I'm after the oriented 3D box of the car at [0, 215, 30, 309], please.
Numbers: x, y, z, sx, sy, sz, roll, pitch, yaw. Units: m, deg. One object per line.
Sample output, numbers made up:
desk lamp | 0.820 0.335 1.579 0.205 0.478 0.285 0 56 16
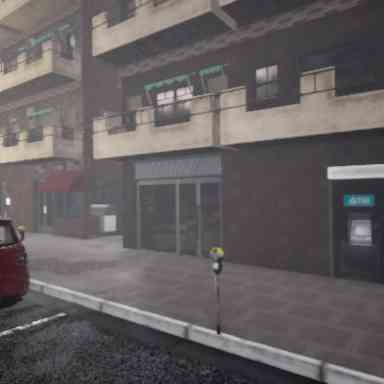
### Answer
car | -5.246 1.318 6.629 5.009 1.841 2.192 0 -1 35
